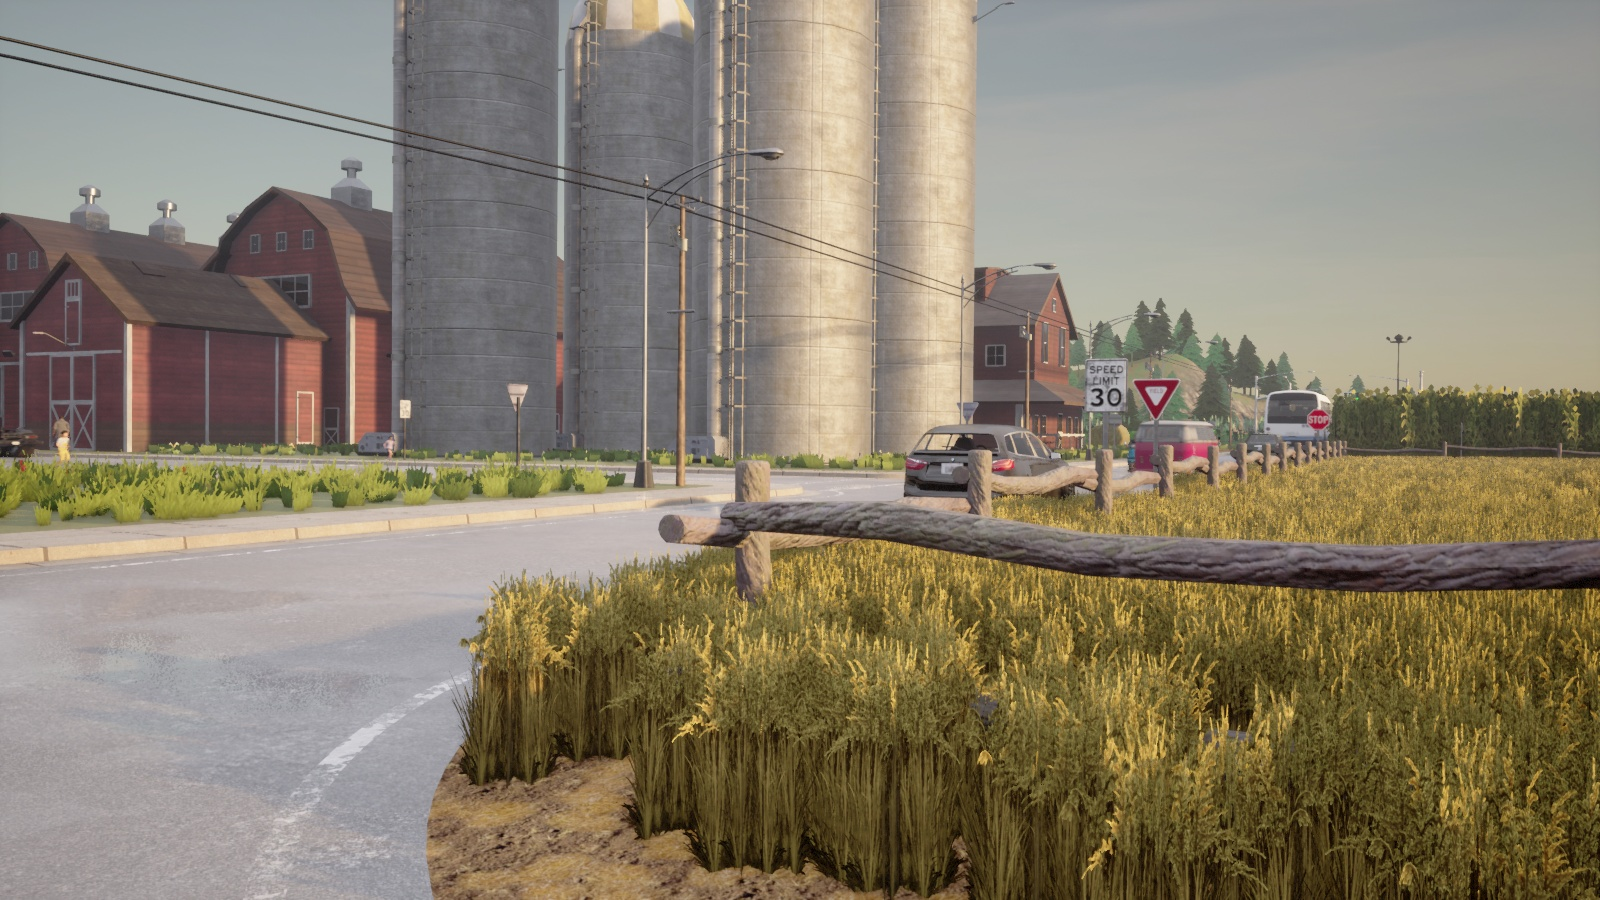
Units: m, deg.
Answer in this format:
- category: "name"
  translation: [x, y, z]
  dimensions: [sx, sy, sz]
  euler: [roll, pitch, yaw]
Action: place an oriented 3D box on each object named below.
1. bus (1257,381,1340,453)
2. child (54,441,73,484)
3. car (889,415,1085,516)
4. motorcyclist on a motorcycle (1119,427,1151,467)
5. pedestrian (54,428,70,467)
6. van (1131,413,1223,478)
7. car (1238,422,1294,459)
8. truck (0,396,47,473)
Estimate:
- category: "bus"
  translation: [31.489, -2.009, 79.020]
  dimensions: [3.944, 4.253, 10.273]
  euler: [0, 1, 27]
- category: "child"
  translation: [-21.649, 0.359, 36.900]
  dimensions: [0.437, 1.263, 0.270]
  euler: [0, 1, 25]
- category: "car"
  translation: [3.596, 0.224, 23.331]
  dimensions: [2.242, 1.667, 4.611]
  euler: [0, 1, 27]
- category: "motorcyclist on a motorcycle"
  translation: [13.680, -0.138, 51.195]
  dimensions: [0.866, 1.590, 1.817]
  euler: [0, 1, 28]
- category: "pedestrian"
  translation: [-36.766, -0.135, 62.560]
  dimensions: [0.659, 1.952, 0.873]
  euler: [-1, 1, -33]
- category: "van"
  translation: [12.319, -0.185, 40.841]
  dimensions: [1.775, 1.987, 4.442]
  euler: [0, 1, 31]
- category: "car"
  translation: [23.273, -0.476, 62.612]
  dimensions: [2.097, 1.767, 4.553]
  euler: [0, 1, 27]
- category: "truck"
  translation: [-38.939, -0.694, 58.304]
  dimensions: [7.936, 3.462, 2.891]
  euler: [0, 1, 26]
